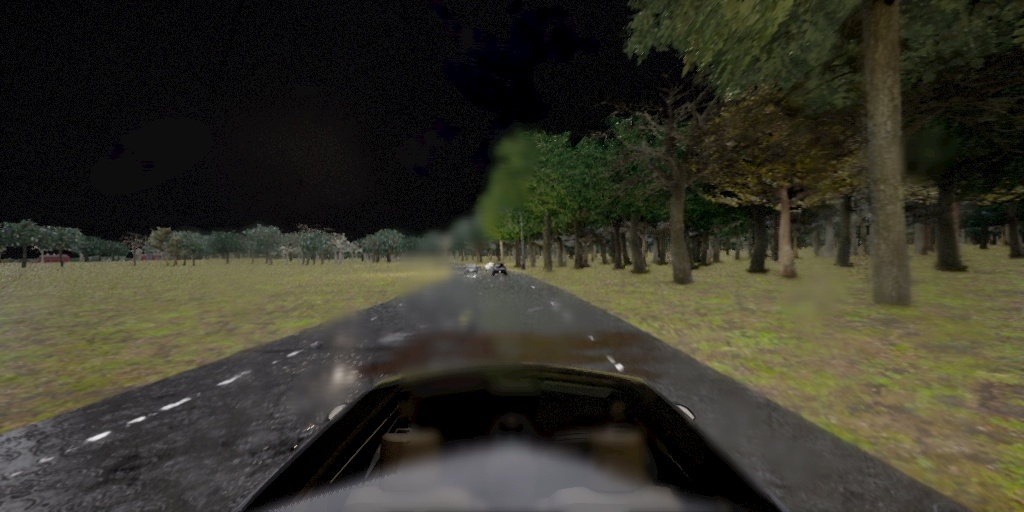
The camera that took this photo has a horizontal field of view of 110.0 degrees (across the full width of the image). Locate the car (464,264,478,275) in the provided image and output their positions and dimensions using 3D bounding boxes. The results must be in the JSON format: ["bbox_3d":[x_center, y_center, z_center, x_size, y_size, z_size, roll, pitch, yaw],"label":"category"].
[{"bbox_3d":[-6.070,1.950,53.763,2.128,1.511,4.902,-2,0,-6],"label":"car"}]

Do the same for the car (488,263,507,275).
[{"bbox_3d":[-1.749,1.731,47.419,1.837,1.490,4.892,-2,0,-5],"label":"car"}]

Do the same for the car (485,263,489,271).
[{"bbox_3d":[-3.856,1.967,64.904,1.812,1.442,4.674,-2,0,-8],"label":"car"}]
